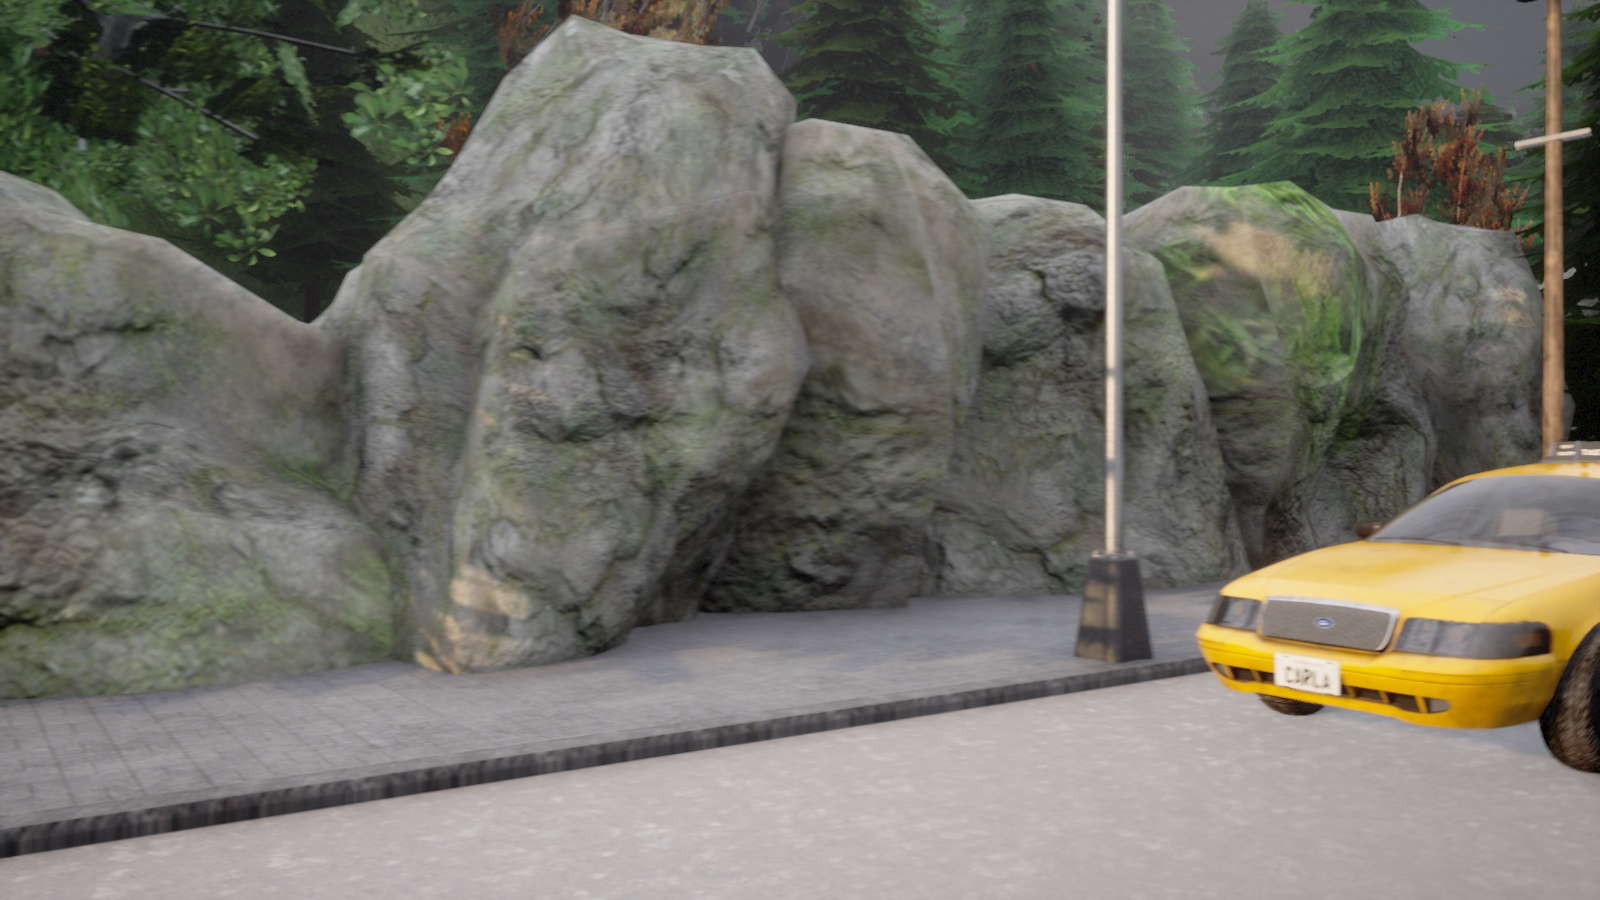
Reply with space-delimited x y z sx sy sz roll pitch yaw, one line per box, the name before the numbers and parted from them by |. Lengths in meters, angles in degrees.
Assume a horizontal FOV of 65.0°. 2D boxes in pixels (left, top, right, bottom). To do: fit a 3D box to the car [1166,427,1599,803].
car | 4.681 0.692 7.525 5.366 1.575 1.801 0 0 -35
